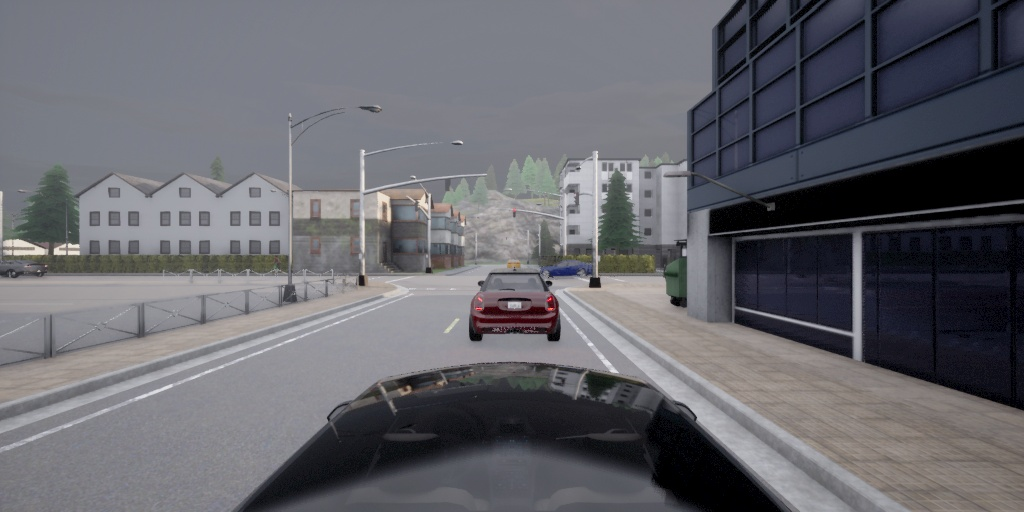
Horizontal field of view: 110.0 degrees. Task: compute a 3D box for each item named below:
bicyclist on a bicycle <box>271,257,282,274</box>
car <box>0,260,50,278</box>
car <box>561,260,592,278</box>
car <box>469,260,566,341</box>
[{"bbox_3d":[-22.211,0.874,33.856,0.582,1.620,1.656,0,0,0],"label":"bicyclist on a bicycle"},{"bbox_3d":[-42.102,1.065,30.105,4.902,1.511,2.128,0,0,0],"label":"car"},{"bbox_3d":[4.712,1.129,31.047,5.008,1.535,1.882,-3,0,19],"label":"car"},{"bbox_3d":[0.085,1.102,10.014,2.097,1.767,4.553,0,0,1],"label":"car"}]
